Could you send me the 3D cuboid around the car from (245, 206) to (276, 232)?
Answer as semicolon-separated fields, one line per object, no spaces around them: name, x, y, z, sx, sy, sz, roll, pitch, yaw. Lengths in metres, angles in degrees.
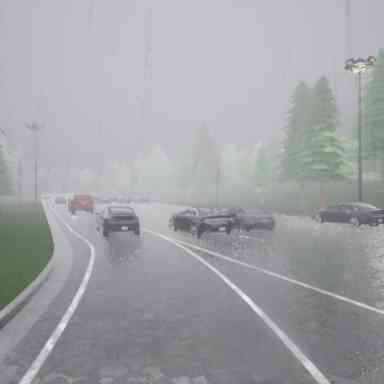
car;3.110;1.531;19.843;1.994;1.385;4.181;0;0;-25

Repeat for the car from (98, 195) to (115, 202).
car;-16.099;1.648;61.305;1.895;1.301;4.718;0;0;-25

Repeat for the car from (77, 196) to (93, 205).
car;-19.293;1.559;59.871;2.128;1.511;4.902;0;0;-25

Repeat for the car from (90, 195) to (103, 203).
car;-20.313;1.474;70.449;1.837;1.490;4.892;0;0;-25

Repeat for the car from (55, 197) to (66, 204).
car;-26.656;1.656;67.489;1.994;1.385;4.181;0;0;-25

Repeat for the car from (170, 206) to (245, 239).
car;0.371;1.476;17.424;2.128;1.511;4.902;0;0;-25

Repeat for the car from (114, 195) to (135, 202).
car;-12.938;1.380;62.803;2.097;1.767;4.553;0;0;-25

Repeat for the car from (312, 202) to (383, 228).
car;10.002;1.431;21.612;1.837;1.490;4.892;0;0;-25

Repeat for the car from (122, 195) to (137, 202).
car;-13.781;1.474;73.000;2.033;1.411;5.357;0;0;-25

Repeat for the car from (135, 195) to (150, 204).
car;-9.759;1.361;64.267;2.097;1.767;4.553;0;0;-25

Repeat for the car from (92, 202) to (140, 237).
car;-4.178;1.515;18.419;1.837;1.490;4.892;0;0;-22

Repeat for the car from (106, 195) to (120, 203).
car;-17.134;1.432;71.914;1.882;1.535;5.008;0;0;-25

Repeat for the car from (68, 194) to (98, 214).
car;-12.031;1.264;35.975;2.150;2.045;5.566;0;0;-25

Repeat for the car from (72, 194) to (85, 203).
car;-23.480;1.348;68.957;2.097;1.767;4.553;0;0;-25
